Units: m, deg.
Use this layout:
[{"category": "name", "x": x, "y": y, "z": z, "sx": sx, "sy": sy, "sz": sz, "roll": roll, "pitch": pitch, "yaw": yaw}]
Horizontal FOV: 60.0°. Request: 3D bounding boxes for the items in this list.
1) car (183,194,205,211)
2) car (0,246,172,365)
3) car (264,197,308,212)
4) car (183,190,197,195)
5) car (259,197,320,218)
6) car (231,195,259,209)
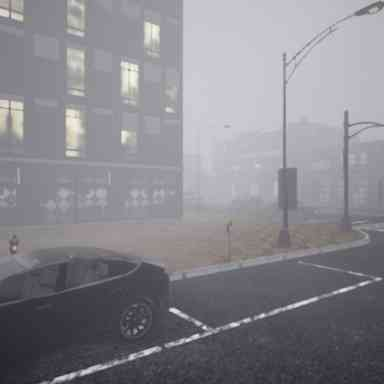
[{"category": "car", "x": -0.382, "y": 1.178, "z": 33.985, "sx": 1.802, "sy": 1.307, "sz": 4.206, "roll": 1, "pitch": 0, "yaw": -36}, {"category": "car", "x": -2.335, "y": 1.564, "z": 4.890, "sx": 4.313, "sy": 1.339, "sz": 1.947, "roll": 0, "pitch": 0, "yaw": -35}, {"category": "car", "x": 9.656, "y": 1.265, "z": 34.475, "sx": 1.802, "sy": 1.307, "sz": 4.206, "roll": 1, "pitch": 0, "yaw": -36}, {"category": "car", "x": -0.784, "y": 0.766, "z": 38.896, "sx": 2.150, "sy": 2.045, "sz": 5.566, "roll": 0, "pitch": 1, "yaw": -36}, {"category": "car", "x": 7.993, "y": 1.258, "z": 26.945, "sx": 1.812, "sy": 1.442, "sz": 4.674, "roll": 0, "pitch": 1, "yaw": -36}, {"category": "car", "x": 6.374, "y": 1.055, "z": 38.946, "sx": 1.967, "sy": 1.590, "sz": 4.097, "roll": 1, "pitch": 0, "yaw": -36}]
